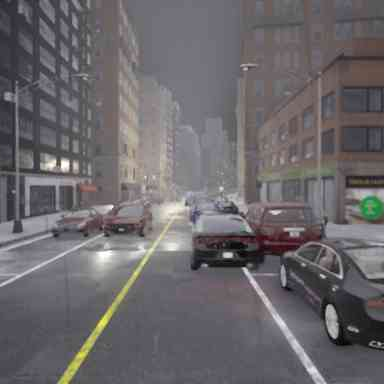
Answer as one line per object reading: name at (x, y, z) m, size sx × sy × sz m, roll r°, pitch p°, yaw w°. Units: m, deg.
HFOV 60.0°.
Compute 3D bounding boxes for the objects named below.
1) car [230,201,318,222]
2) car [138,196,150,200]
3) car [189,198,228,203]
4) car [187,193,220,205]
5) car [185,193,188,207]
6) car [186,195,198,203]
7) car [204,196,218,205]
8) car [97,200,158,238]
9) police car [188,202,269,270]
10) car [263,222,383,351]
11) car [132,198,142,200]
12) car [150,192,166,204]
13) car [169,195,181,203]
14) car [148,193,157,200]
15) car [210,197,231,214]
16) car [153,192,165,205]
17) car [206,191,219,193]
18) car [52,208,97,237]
car at (2.846, 1.245, 11.626) m, size 2.192 × 1.841 × 5.009 m, roll -1°, pitch 0°, yaw 0°
car at (-5.680, 1.375, 33.640) m, size 1.802 × 1.307 × 4.206 m, roll -1°, pitch 0°, yaw 0°
car at (0.896, 1.353, 20.801) m, size 1.882 × 1.535 × 5.008 m, roll 0°, pitch 0°, yaw 0°
car at (0.835, 1.189, 26.769) m, size 2.097 × 1.767 × 4.553 m, roll 0°, pitch 0°, yaw 0°
car at (0.009, 1.274, 46.232) m, size 1.994 × 1.385 × 4.181 m, roll 0°, pitch 0°, yaw 0°
car at (-0.009, 1.223, 58.873) m, size 1.895 × 1.301 × 4.718 m, roll 0°, pitch 0°, yaw 0°
car at (2.842, 1.249, 50.172) m, size 1.947 × 1.339 × 4.313 m, roll -1°, pitch 0°, yaw 0°
car at (-3.104, 1.375, 17.109) m, size 1.882 × 1.535 × 5.008 m, roll 0°, pitch 0°, yaw 0°
police car at (0.898, 1.360, 10.910) m, size 1.930 × 1.638 × 5.238 m, roll 0°, pitch 0°, yaw 0°
car at (2.850, 1.514, 6.121) m, size 2.008 × 1.369 × 4.403 m, roll -1°, pitch 0°, yaw 0°
car at (-5.680, 1.411, 28.132) m, size 1.802 × 1.307 × 4.206 m, roll -1°, pitch 0°, yaw 0°
car at (-5.687, 0.960, 55.669) m, size 2.192 × 1.841 × 5.009 m, roll -1°, pitch 0°, yaw 0°
car at (-3.012, 1.181, 59.793) m, size 1.994 × 1.385 × 4.181 m, roll 0°, pitch 0°, yaw 0°
car at (-5.683, 1.197, 39.146) m, size 1.967 × 1.590 × 4.097 m, roll -1°, pitch 0°, yaw 0°
car at (2.845, 1.318, 33.822) m, size 1.752 × 1.417 × 4.829 m, roll -1°, pitch 0°, yaw 0°
car at (-5.686, 0.998, 50.161) m, size 2.192 × 1.841 × 5.009 m, roll -1°, pitch 0°, yaw 0°
car at (5.731, 0.908, 94.506) m, size 1.947 × 1.339 × 4.313 m, roll 0°, pitch 0°, yaw 9°
car at (-5.677, 1.479, 17.117) m, size 1.802 × 1.307 × 4.206 m, roll -1°, pitch 0°, yaw 0°
